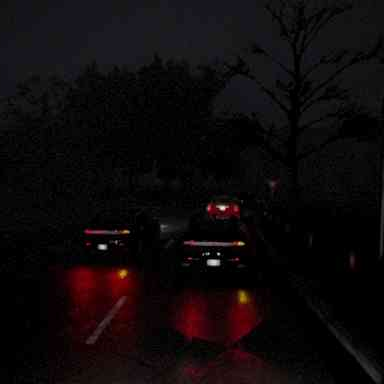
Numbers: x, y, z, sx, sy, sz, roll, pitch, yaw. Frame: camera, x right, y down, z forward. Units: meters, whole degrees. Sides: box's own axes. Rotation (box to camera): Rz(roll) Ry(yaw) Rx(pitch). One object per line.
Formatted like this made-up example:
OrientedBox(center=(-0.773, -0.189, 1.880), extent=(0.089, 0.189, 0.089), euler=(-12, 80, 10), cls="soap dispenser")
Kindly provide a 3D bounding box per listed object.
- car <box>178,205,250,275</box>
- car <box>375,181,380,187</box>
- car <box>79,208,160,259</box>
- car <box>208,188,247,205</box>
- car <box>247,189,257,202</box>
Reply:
OrientedBox(center=(0.684, 1.391, 10.196), extent=(2.128, 1.511, 4.902), euler=(0, 1, 4), cls="car")
OrientedBox(center=(36.609, -1.767, 62.215), extent=(2.185, 1.767, 4.553), euler=(-1, 4, -14), cls="car")
OrientedBox(center=(-2.407, 1.334, 12.090), extent=(2.128, 1.511, 4.902), euler=(0, 1, 5), cls="car")
OrientedBox(center=(2.168, 0.887, 21.154), extent=(2.097, 1.767, 4.553), euler=(1, 3, 11), cls="car")
OrientedBox(center=(4.812, 0.333, 33.014), extent=(1.882, 1.535, 5.008), euler=(2, 4, 32), cls="car")
